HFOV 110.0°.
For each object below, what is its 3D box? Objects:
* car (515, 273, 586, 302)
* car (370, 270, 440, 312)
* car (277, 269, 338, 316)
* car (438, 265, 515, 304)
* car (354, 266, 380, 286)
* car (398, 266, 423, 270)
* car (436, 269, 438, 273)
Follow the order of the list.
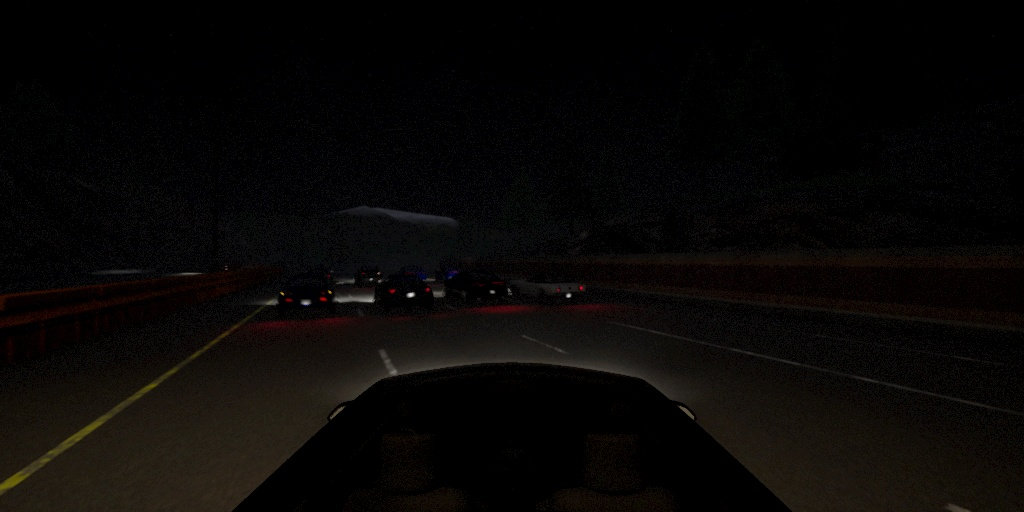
[{"bbox_3d":[1.606,1.550,18.449,1.895,1.301,4.718,0,-1,-27],"label":"car"},{"bbox_3d":[-4.744,1.472,15.494,1.994,1.385,4.181,0,-1,-26],"label":"car"},{"bbox_3d":[-8.040,1.415,14.265,1.812,1.442,4.674,0,-1,-27],"label":"car"},{"bbox_3d":[-1.954,1.414,17.747,1.882,1.535,5.008,0,0,-27],"label":"car"},{"bbox_3d":[-11.554,1.550,28.859,2.128,1.511,4.902,0,-1,-26],"label":"car"},{"bbox_3d":[-8.769,1.565,31.128,1.882,1.535,5.008,0,0,-26],"label":"car"},{"bbox_3d":[-5.650,1.587,32.714,1.882,1.535,5.008,0,0,-26],"label":"car"}]
